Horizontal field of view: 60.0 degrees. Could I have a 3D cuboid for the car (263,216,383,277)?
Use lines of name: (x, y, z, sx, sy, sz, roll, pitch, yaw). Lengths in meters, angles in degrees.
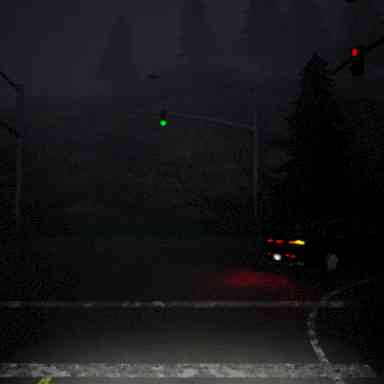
car: (4.435, 1.526, 10.353, 4.892, 1.490, 1.837, 0, -4, -30)
